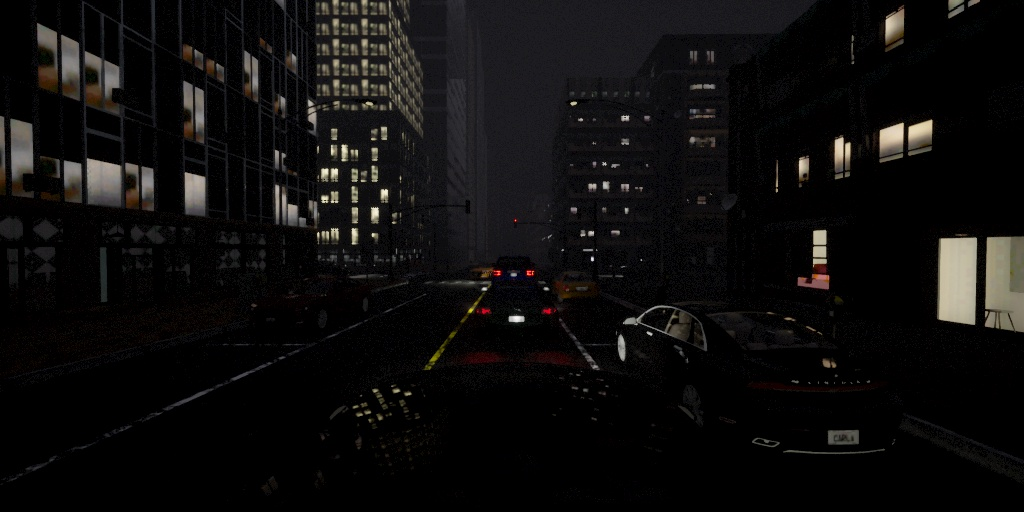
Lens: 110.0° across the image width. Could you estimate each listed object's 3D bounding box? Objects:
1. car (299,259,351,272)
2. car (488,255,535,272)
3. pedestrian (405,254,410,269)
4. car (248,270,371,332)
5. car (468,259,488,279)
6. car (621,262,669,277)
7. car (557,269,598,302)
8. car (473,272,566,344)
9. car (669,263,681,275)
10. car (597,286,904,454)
[{"bbox_3d":[-17.874,1.154,34.310,4.674,1.442,1.812,1,1,2],"label":"car"},{"bbox_3d":[0.085,0.967,19.451,2.150,2.045,5.566,0,0,0],"label":"car"},{"bbox_3d":[-12.568,0.670,42.974,0.375,1.860,0.375,0,0,1],"label":"pedestrian"},{"bbox_3d":[-5.826,1.292,10.918,1.888,1.381,4.507,0,0,0],"label":"car"},{"bbox_3d":[-1.581,1.220,30.678,1.882,1.535,5.008,-1,-1,32],"label":"car"},{"bbox_3d":[13.514,1.406,37.113,4.181,1.385,1.994,0,1,1],"label":"car"},{"bbox_3d":[2.811,1.271,16.678,1.751,1.417,4.829,0,0,0],"label":"car"},{"bbox_3d":[0.094,1.312,9.643,1.994,1.385,4.181,0,0,0],"label":"car"},{"bbox_3d":[16.290,1.373,39.654,4.403,1.370,2.007,0,0,1],"label":"car"},{"bbox_3d":[2.816,1.299,5.220,2.007,1.370,4.403,0,0,0],"label":"car"}]
